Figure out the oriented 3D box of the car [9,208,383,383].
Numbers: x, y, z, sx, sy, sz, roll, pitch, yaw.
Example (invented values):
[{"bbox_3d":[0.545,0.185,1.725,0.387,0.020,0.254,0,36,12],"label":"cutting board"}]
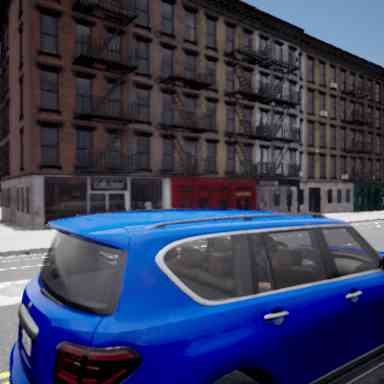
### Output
[{"bbox_3d":[0.923,1.228,4.098,5.566,2.045,2.150,0,0,-35],"label":"car"}]
